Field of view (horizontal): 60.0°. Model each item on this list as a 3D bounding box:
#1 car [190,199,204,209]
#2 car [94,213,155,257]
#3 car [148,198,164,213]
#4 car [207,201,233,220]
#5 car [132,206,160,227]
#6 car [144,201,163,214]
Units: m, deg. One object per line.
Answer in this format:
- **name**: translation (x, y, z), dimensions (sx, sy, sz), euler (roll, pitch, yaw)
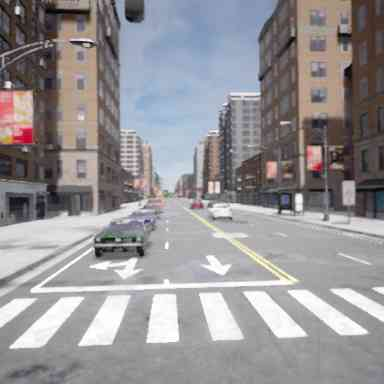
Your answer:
- **car**: translation (0.859, 2.066, 57.662), dimensions (2.097, 1.767, 4.553), euler (-1, -1, -4)
- **car**: translation (-2.775, 1.814, 14.104), dimensions (1.895, 1.301, 4.718), euler (-1, -1, -4)
- **car**: translation (-4.804, 1.827, 43.530), dimensions (2.150, 2.045, 5.566), euler (-1, -1, -4)
- **car**: translation (2.672, 1.894, 32.103), dimensions (1.812, 1.442, 4.674), euler (-1, -1, -4)
- **car**: translation (-3.417, 1.935, 23.209), dimensions (1.895, 1.301, 4.718), euler (-1, -1, -4)
- **car**: translation (-4.124, 1.973, 33.291), dimensions (1.837, 1.490, 4.892), euler (-1, -1, -4)
